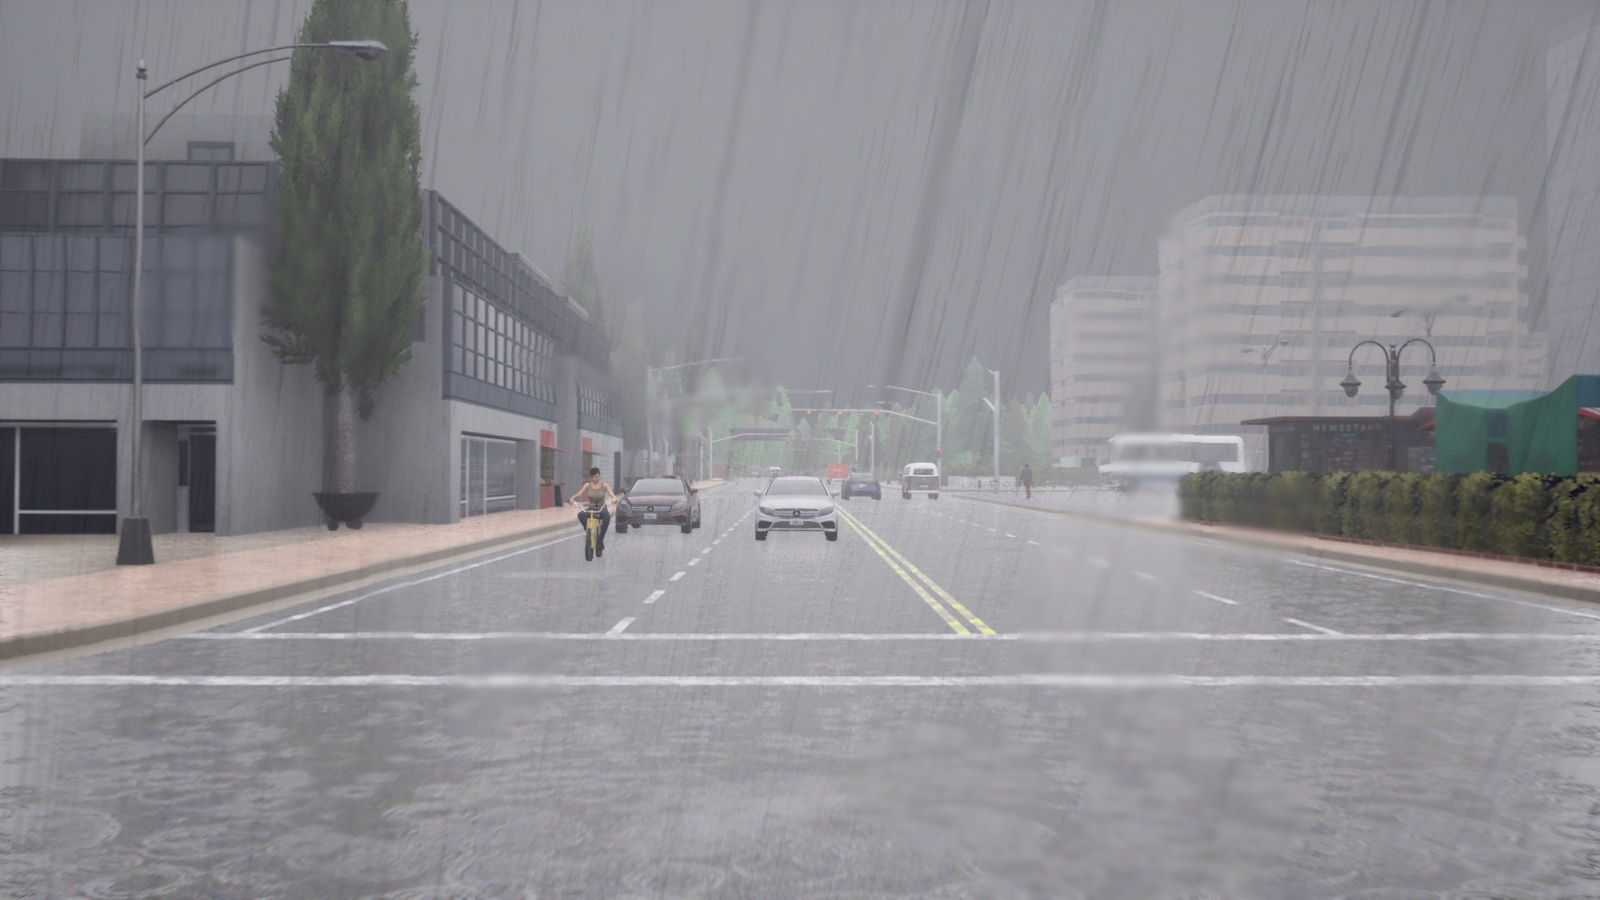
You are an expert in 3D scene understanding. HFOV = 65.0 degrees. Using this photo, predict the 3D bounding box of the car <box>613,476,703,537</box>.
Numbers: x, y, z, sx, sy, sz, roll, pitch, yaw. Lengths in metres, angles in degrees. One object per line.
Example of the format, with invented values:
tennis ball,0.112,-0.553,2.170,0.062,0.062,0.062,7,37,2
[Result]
car,-3.578,1.397,32.381,1.812,1.442,4.674,0,-1,0

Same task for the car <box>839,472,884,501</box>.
car,3.316,1.945,68.323,2.163,1.488,4.792,0,-1,0

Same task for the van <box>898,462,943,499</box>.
van,6.781,1.699,71.002,2.069,2.038,4.480,0,-1,-1

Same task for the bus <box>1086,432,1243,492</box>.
bus,26.633,0.874,92.155,10.273,4.253,3.944,0,-1,-2

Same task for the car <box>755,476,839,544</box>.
car,-0.071,1.334,29.462,1.812,1.442,4.674,0,-1,0

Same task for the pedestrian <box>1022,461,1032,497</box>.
pedestrian,11.743,1.514,64.959,0.353,1.847,0.614,0,-1,-3

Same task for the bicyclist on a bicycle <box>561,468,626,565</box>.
bicyclist on a bicycle,-3.548,1.129,21.723,0.866,1.612,1.509,0,-1,0
